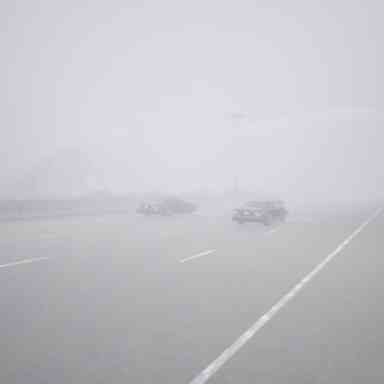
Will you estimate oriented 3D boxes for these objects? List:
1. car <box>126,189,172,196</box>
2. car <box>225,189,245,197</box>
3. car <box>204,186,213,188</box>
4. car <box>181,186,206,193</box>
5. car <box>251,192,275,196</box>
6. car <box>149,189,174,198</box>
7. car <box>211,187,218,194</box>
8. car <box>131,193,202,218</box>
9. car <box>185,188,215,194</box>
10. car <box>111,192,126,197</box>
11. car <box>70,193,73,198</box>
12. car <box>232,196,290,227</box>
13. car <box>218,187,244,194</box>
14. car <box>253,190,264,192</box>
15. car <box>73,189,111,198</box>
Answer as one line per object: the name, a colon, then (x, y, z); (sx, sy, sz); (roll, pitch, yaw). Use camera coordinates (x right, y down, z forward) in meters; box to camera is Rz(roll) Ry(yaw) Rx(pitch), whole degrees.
car: (-4.862, 0.561, 38.578); (1.882, 1.535, 5.008); (2, 1, 33)
car: (8.652, 0.235, 66.291); (2.128, 1.511, 4.902); (2, 1, 33)
car: (2.656, -0.229, 69.875); (2.150, 2.045, 5.566); (2, 1, 32)
car: (-0.163, 0.224, 58.913); (2.128, 1.511, 4.902); (2, 1, 32)
car: (7.224, 0.975, 31.170); (1.812, 1.442, 4.674); (2, 1, 32)
car: (-5.280, 0.201, 57.436); (1.812, 1.442, 4.674); (2, 2, 33)
car: (6.166, 0.151, 68.892); (1.812, 1.442, 4.674); (2, 1, 32)
car: (-1.609, 1.003, 23.770); (2.033, 1.411, 5.357); (2, 1, 32)
car: (1.432, 0.443, 54.958); (1.895, 1.301, 4.718); (2, 2, 33)
car: (-7.469, 0.552, 40.993); (1.994, 1.385, 4.181); (2, 1, 33)
car: (-13.811, 0.339, 44.043); (1.812, 1.442, 4.674); (2, 1, 33)
car: (4.261, 1.185, 19.962); (2.033, 1.411, 5.357); (2, 1, 32)
car: (7.127, 0.113, 57.325); (2.150, 2.045, 5.566); (2, 1, 32)
car: (13.283, 0.310, 67.052); (2.128, 1.511, 4.902); (2, 1, 32)
car: (-11.638, 0.394, 40.955); (1.882, 1.535, 5.008); (2, 1, 33)
